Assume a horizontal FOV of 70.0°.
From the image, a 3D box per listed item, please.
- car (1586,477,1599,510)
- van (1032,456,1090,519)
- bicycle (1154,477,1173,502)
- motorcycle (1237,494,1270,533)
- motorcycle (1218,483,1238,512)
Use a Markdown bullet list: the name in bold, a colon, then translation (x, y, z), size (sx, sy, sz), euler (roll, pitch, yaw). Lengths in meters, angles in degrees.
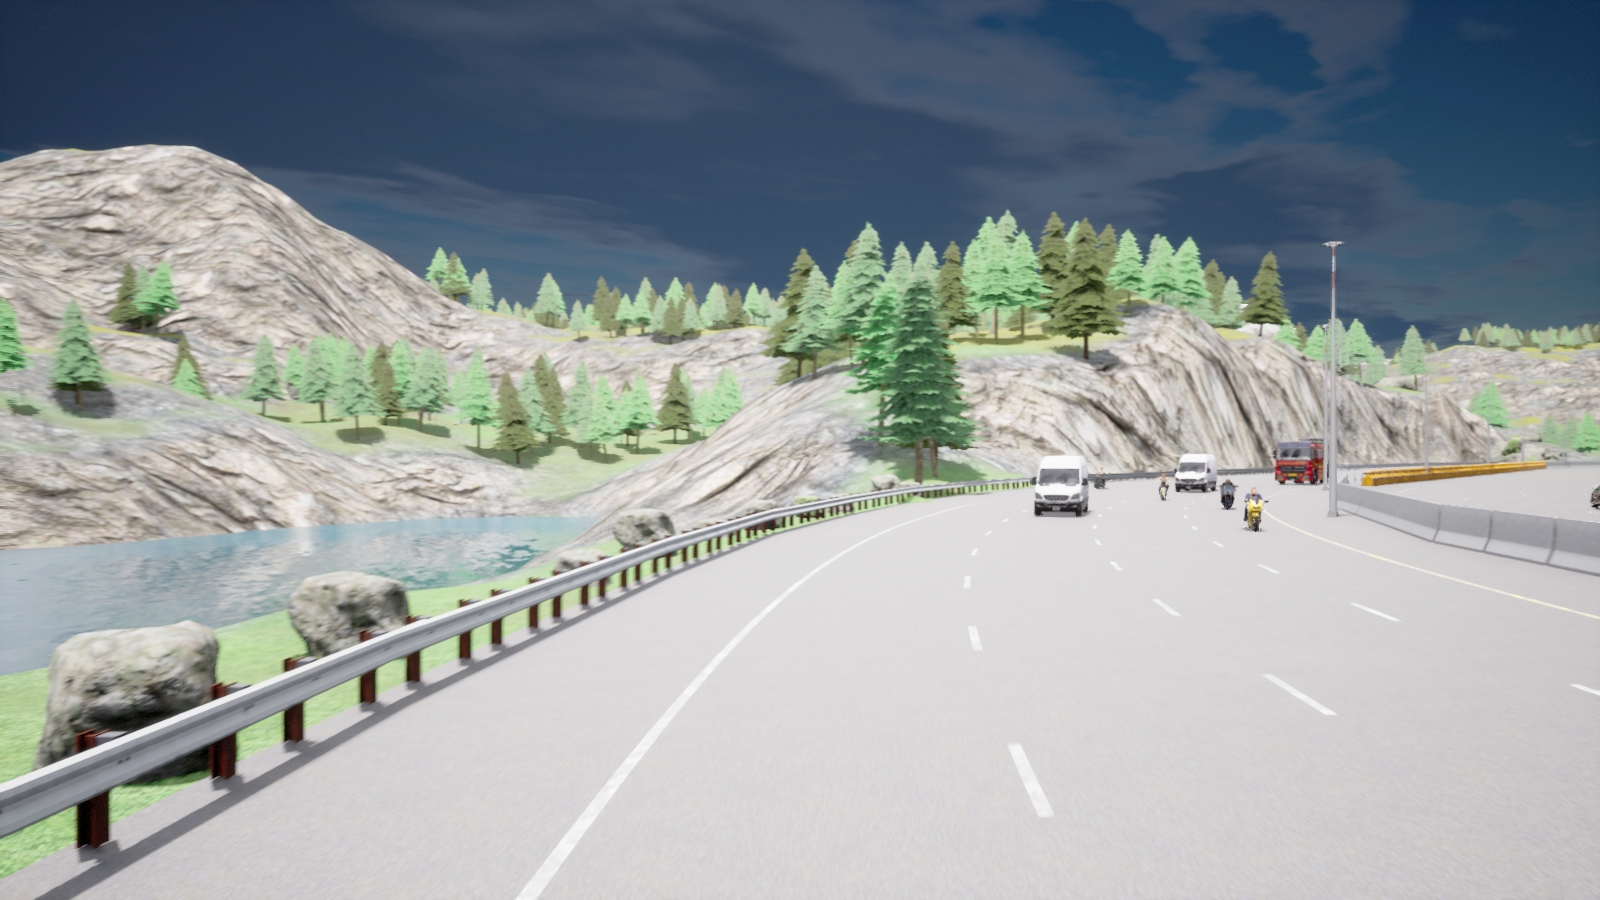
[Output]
- **car**: translation (39.173, 2.106, 54.693), size (1.845, 1.501, 3.633), euler (0, 0, 23)
- **van**: translation (11.490, 1.554, 49.977), size (1.988, 2.561, 5.915), euler (0, 0, 18)
- **bicycle**: translation (20.112, 2.184, 63.216), size (0.859, 1.295, 1.487), euler (0, 0, 22)
- **motorcycle**: translation (15.833, 2.205, 39.914), size (0.803, 1.217, 2.033), euler (1, 0, 15)
- **motorcycle**: translation (20.278, 2.240, 54.150), size (0.867, 1.251, 2.209), euler (0, 0, 20)
